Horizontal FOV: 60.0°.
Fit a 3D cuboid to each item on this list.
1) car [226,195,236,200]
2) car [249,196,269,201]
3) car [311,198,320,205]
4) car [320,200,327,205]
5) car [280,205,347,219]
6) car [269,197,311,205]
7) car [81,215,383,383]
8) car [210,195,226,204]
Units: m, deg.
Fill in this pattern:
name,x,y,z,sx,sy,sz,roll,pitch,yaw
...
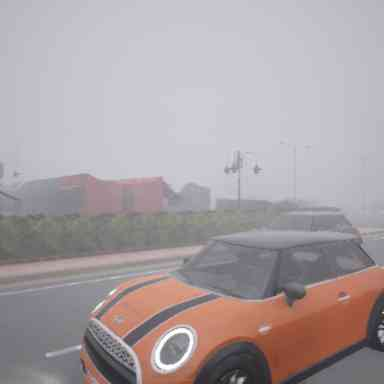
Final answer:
name,x,y,z,sx,sy,sz,roll,pitch,yaw
car,7.792,1.827,81.127,1.932,1.855,4.605,1,0,-36
car,13.436,2.002,63.728,1.970,1.475,3.806,1,0,-36
car,15.245,1.869,46.413,1.784,1.438,3.905,1,0,-36
car,17.593,1.933,48.106,1.970,1.475,3.806,1,0,-36
car,3.610,1.457,10.982,4.553,1.767,2.097,1,0,-36
car,13.101,1.628,44.804,1.932,1.855,4.605,1,0,-36
car,0.889,1.390,4.656,4.553,1.767,2.097,1,0,-36
car,5.413,1.798,79.478,1.905,1.878,3.866,1,0,-36
